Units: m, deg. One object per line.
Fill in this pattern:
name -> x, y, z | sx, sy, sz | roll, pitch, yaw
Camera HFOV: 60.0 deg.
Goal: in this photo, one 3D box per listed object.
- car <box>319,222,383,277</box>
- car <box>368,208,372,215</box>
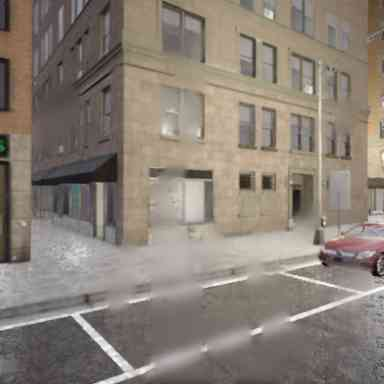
car -> 5.676, 1.600, 10.236 | 4.206, 1.307, 1.802 | 0, 0, -36
car -> 13.555, 1.560, 30.043 | 1.895, 1.301, 4.718 | 0, 0, -36
